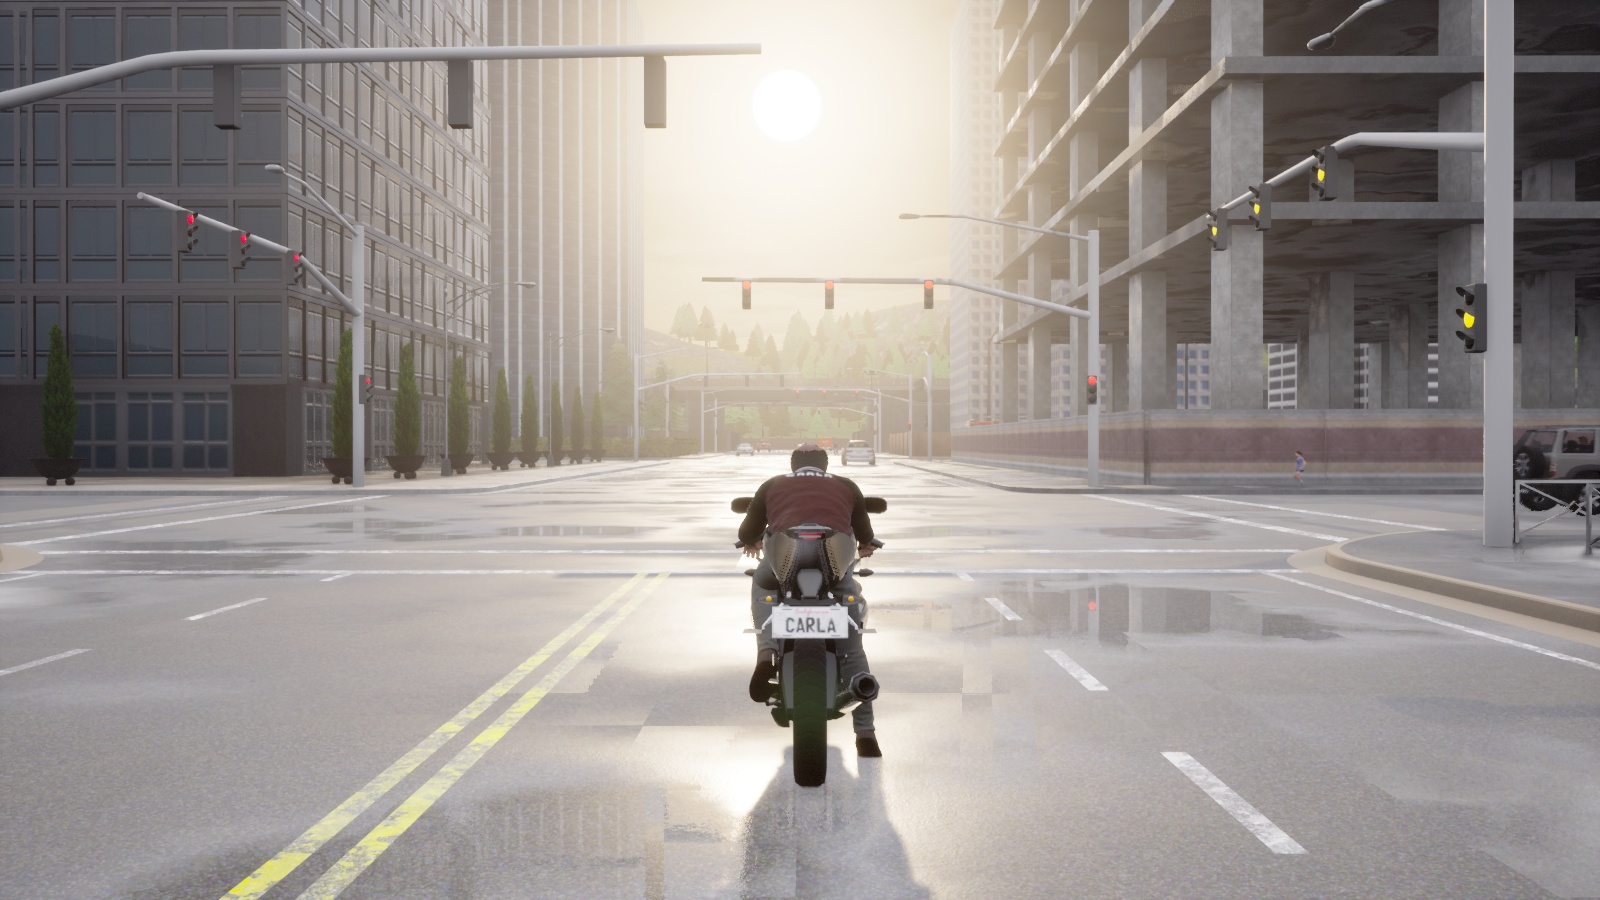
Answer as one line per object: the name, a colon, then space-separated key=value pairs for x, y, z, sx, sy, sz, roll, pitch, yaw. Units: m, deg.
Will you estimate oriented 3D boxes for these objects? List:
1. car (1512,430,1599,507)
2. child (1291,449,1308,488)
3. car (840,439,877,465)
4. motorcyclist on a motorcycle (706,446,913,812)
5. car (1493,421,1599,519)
car: x=19.038 y=0.390 z=28.397 sx=4.611 sy=1.667 sz=2.242 roll=0 pitch=0 yaw=0
child: x=14.470 y=0.535 z=36.369 sx=0.394 sy=1.110 sz=0.255 roll=0 pitch=0 yaw=-9
car: x=3.933 y=0.114 z=85.024 sx=2.242 sy=1.667 sz=4.611 roll=0 pitch=0 yaw=0
motorcyclist on a motorcycle: x=0.046 y=0.746 z=6.351 sx=0.866 sy=1.530 sz=2.191 roll=0 pitch=0 yaw=0
car: x=16.581 y=0.380 z=24.899 sx=4.605 sy=1.855 sz=1.932 roll=0 pitch=0 yaw=0
